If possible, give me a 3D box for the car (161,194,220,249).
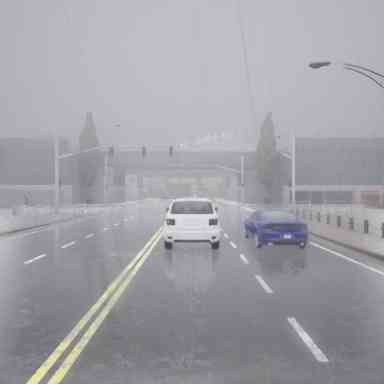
[{"bbox_3d":[0.000,1.257,14.680,2.150,2.045,5.566,0,0,0],"label":"car"}]

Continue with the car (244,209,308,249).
[{"bbox_3d":[3.500,1.484,14.650,1.882,1.535,5.008,0,0,0],"label":"car"}]

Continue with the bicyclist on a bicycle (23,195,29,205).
[{"bbox_3d":[-25.766,1.301,51.533,0.582,1.620,1.656,0,0,2],"label":"bicyclist on a bicycle"}]
